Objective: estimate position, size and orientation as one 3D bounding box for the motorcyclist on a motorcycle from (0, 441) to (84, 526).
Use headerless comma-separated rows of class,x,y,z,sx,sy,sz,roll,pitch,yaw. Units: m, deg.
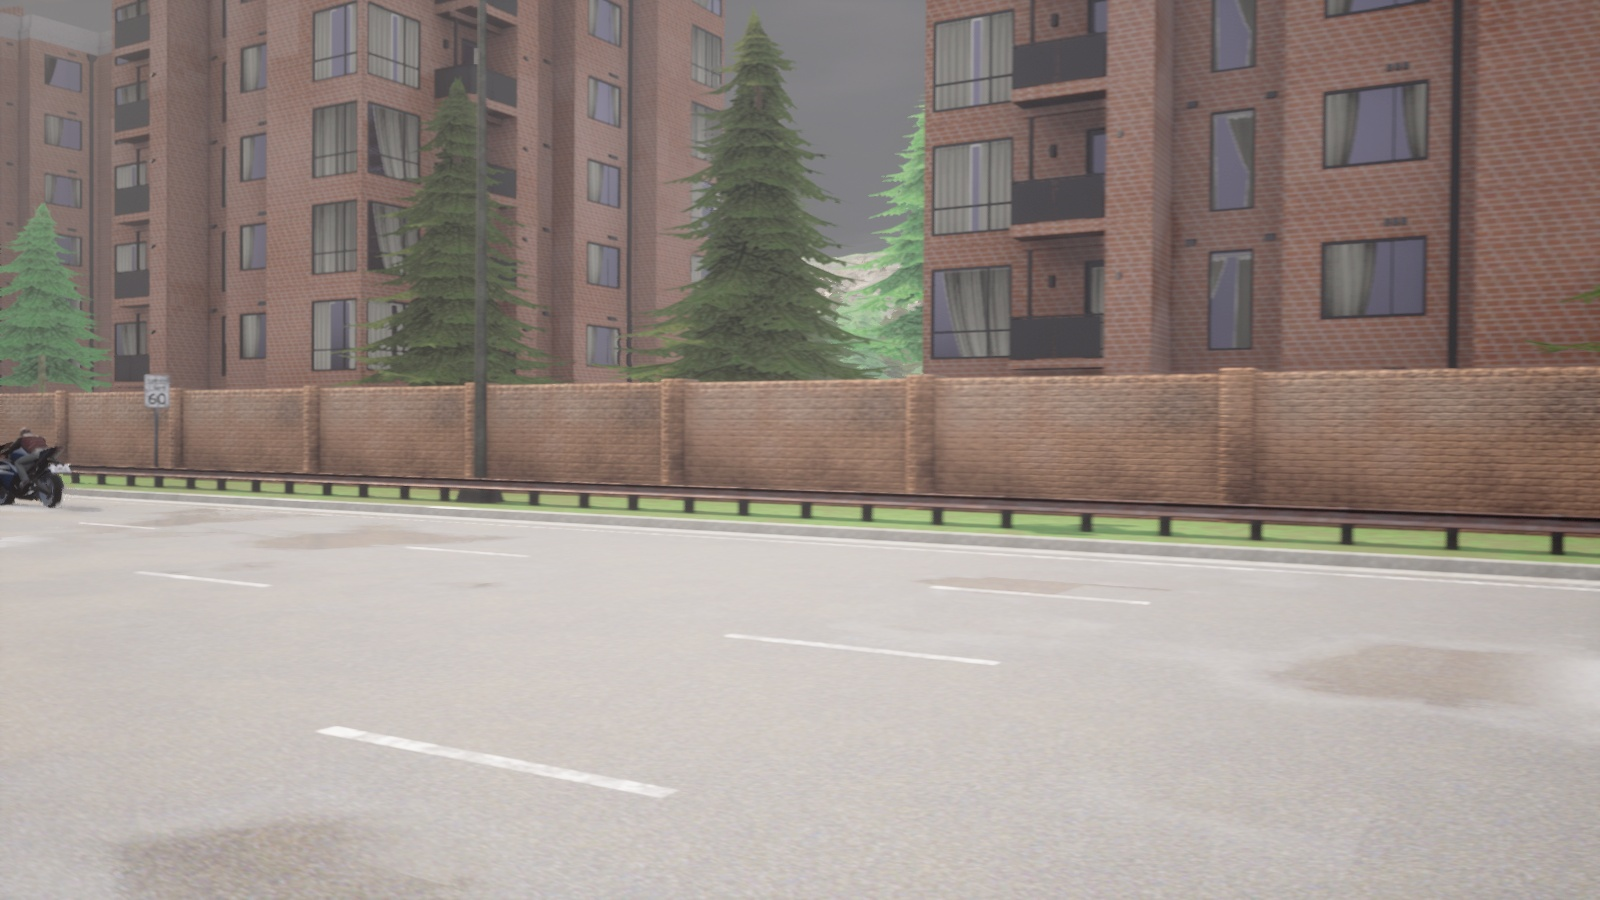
motorcyclist on a motorcycle,-14.465,0.601,23.485,2.191,1.530,0.866,0,1,30
